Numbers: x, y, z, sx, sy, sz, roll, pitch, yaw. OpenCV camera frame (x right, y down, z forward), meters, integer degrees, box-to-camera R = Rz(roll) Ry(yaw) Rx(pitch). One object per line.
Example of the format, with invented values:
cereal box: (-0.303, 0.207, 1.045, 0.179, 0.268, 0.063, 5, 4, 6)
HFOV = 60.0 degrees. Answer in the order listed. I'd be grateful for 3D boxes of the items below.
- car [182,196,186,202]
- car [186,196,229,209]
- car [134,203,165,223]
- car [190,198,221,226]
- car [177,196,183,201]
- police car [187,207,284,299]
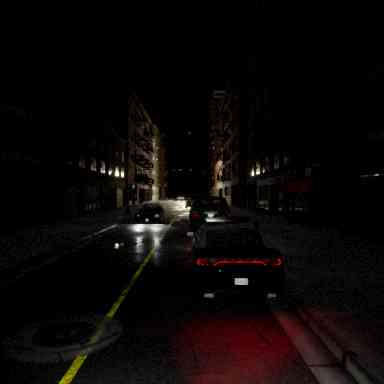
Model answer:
car: (0.032, 1.576, 46.861, 2.033, 1.411, 5.357, 0, 0, 1)
car: (0.904, 1.231, 18.565, 2.150, 2.045, 5.566, 0, 0, 0)
car: (-3.097, 1.557, 25.576, 2.033, 1.411, 5.357, 0, 0, 0)
car: (0.904, 1.361, 24.504, 2.097, 1.767, 4.553, 0, 0, 0)
car: (-2.982, 1.681, 87.446, 1.895, 1.301, 4.718, 0, 0, 0)
police car: (0.901, 1.427, 8.644, 1.930, 1.638, 5.238, 0, 0, 0)
